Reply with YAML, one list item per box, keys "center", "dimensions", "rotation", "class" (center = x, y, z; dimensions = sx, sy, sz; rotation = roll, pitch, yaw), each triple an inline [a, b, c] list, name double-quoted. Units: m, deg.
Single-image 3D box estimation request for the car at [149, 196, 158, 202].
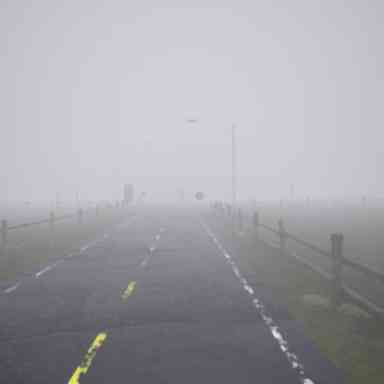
- center: [-9.292, 1.635, 79.518]
  dimensions: [1.837, 1.490, 4.892]
  rotation: [0, 0, -9]
  class: "car"
